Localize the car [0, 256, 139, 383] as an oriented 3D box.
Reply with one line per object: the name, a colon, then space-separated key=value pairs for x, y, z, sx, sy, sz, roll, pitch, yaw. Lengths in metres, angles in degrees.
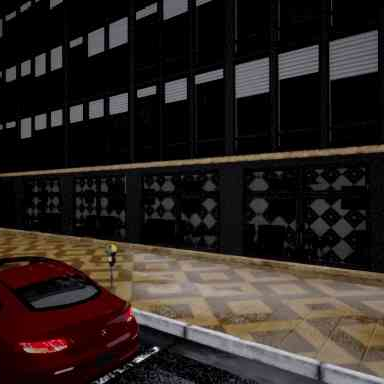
car: x=-2.578 y=1.582 z=4.665 sx=4.206 sy=1.307 sz=1.802 roll=0 pitch=0 yaw=35
